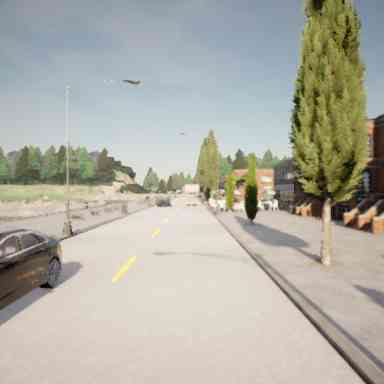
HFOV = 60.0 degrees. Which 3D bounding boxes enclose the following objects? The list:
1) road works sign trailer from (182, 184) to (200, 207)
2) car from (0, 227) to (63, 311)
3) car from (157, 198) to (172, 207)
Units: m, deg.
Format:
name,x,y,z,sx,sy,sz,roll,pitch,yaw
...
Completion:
name,x,y,z,sx,sy,sz,roll,pitch,yaw
road works sign trailer,-0.005,0.457,52.468,2.380,3.560,2.880,0,0,0
car,-4.101,1.491,6.327,2.128,1.511,4.902,0,0,0
car,-4.073,1.558,49.489,1.994,1.385,4.181,0,0,0
